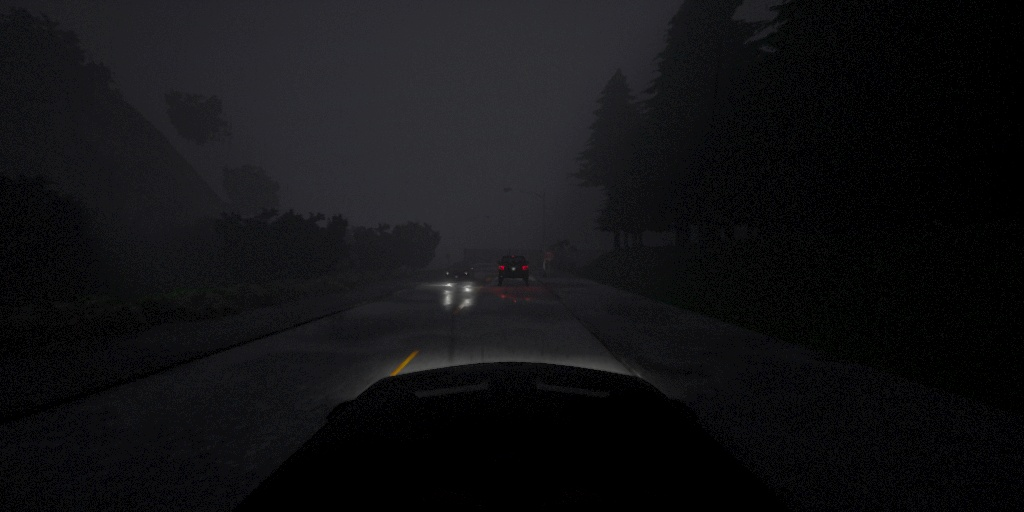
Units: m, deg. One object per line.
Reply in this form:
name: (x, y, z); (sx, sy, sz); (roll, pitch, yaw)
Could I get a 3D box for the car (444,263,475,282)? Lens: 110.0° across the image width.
car: (-4.087, 1.258, 28.694); (1.812, 1.442, 4.674); (0, 0, 0)

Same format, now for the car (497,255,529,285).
car: (0.101, 0.956, 26.397); (2.150, 2.045, 5.566); (0, 0, 0)
